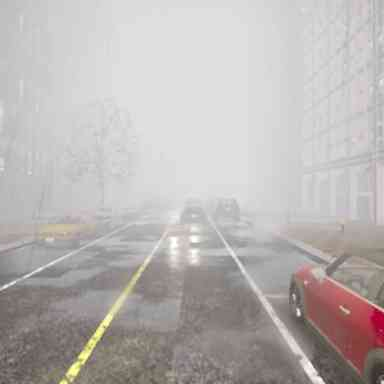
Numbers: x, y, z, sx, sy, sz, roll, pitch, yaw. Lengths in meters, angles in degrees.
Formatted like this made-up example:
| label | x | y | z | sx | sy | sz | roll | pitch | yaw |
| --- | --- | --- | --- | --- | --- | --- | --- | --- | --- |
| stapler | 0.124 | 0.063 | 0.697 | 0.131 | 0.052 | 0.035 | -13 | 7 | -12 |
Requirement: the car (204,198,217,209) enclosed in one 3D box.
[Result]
| label | x | y | z | sx | sy | sz | roll | pitch | yaw |
| --- | --- | --- | --- | --- | --- | --- | --- | --- | --- |
| car | 2.741 | 1.725 | 50.154 | 1.752 | 1.417 | 4.829 | 0 | 0 | 0 |

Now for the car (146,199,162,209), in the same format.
| label | x | y | z | sx | sy | sz | roll | pitch | yaw |
| --- | --- | --- | --- | --- | --- | --- | --- | --- | --- |
| car | -5.640 | 1.764 | 50.005 | 1.947 | 1.339 | 4.313 | 0 | 0 | 0 |

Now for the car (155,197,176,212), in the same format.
| label | x | y | z | sx | sy | sz | roll | pitch | yaw |
| --- | --- | --- | --- | --- | --- | --- | --- | --- | --- |
| car | -3.056 | 1.717 | 42.155 | 2.033 | 1.411 | 5.357 | 0 | 0 | 0 |

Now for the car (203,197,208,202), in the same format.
| label | x | y | z | sx | sy | sz | roll | pitch | yaw |
| --- | --- | --- | --- | --- | --- | --- | --- | --- | --- |
| car | 2.731 | 1.473 | 38.602 | 2.192 | 1.841 | 5.009 | 0 | 0 | 0 |

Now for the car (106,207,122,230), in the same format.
| label | x | y | z | sx | sy | sz | roll | pitch | yaw |
| --- | --- | --- | --- | --- | --- | --- | --- | --- | --- |
| car | -5.667 | 1.641 | 21.544 | 2.008 | 1.369 | 4.403 | 0 | 0 | 0 |

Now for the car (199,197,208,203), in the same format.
| label | x | y | z | sx | sy | sz | roll | pitch | yaw |
| --- | --- | --- | --- | --- | --- | --- | --- | --- | --- |
| car | 2.768 | 1.858 | 78.445 | 1.947 | 1.339 | 4.313 | 0 | 0 | 0 |

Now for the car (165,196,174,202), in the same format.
| label | x | y | z | sx | sy | sz | roll | pitch | yaw |
| --- | --- | --- | --- | --- | --- | --- | --- | --- | --- |
| car | -5.607 | 1.854 | 84.158 | 1.887 | 1.381 | 4.507 | 0 | 0 | 0 |

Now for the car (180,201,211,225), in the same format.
| label | x | y | z | sx | sy | sz | roll | pitch | yaw |
| --- | --- | --- | --- | --- | --- | --- | --- | --- | --- |
| car | 0.124 | 1.670 | 25.305 | 1.994 | 1.385 | 4.181 | 0 | 0 | 0 |

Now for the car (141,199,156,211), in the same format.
| label | x | y | z | sx | sy | sz | roll | pitch | yaw |
| --- | --- | --- | --- | --- | --- | --- | --- | --- | --- |
| car | -5.645 | 1.729 | 44.313 | 2.008 | 1.369 | 4.403 | 0 | 0 | 0 |

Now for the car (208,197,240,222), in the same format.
| label | x | y | z | sx | sy | sz | roll | pitch | yaw |
| --- | --- | --- | --- | --- | --- | --- | --- | --- | --- |
| car | 2.720 | 1.429 | 27.217 | 2.192 | 1.841 | 5.009 | 0 | 0 | 0 |

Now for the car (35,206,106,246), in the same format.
| label | x | y | z | sx | sy | sz | roll | pitch | yaw |
| --- | --- | --- | --- | --- | --- | --- | --- | --- | --- |
| car | -5.673 | 1.592 | 15.680 | 1.752 | 1.417 | 4.829 | 0 | 0 | 0 |

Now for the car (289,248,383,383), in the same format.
| label | x | y | z | sx | sy | sz | roll | pitch | yaw |
| --- | --- | --- | --- | --- | --- | --- | --- | --- | --- |
| car | 2.697 | 1.461 | 4.448 | 1.967 | 1.590 | 4.097 | 0 | 0 | 0 |

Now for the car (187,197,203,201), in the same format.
| label | x | y | z | sx | sy | sz | roll | pitch | yaw |
| --- | --- | --- | --- | --- | --- | --- | --- | --- | --- |
| car | 0.139 | 1.519 | 41.436 | 2.097 | 1.767 | 4.553 | 0 | 0 | 0 |

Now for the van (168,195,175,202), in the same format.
| label | x | y | z | sx | sy | sz | roll | pitch | yaw |
| --- | --- | --- | --- | --- | --- | --- | --- | --- | --- |
| van | -5.600 | 1.667 | 89.852 | 1.690 | 1.788 | 3.998 | 0 | 0 | 0 |

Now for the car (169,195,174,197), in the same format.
| label | x | y | z | sx | sy | sz | roll | pitch | yaw |
| --- | --- | --- | --- | --- | --- | --- | --- | --- | --- |
| car | -5.618 | 1.824 | 72.774 | 2.008 | 1.369 | 4.403 | 0 | 0 | 0 |
